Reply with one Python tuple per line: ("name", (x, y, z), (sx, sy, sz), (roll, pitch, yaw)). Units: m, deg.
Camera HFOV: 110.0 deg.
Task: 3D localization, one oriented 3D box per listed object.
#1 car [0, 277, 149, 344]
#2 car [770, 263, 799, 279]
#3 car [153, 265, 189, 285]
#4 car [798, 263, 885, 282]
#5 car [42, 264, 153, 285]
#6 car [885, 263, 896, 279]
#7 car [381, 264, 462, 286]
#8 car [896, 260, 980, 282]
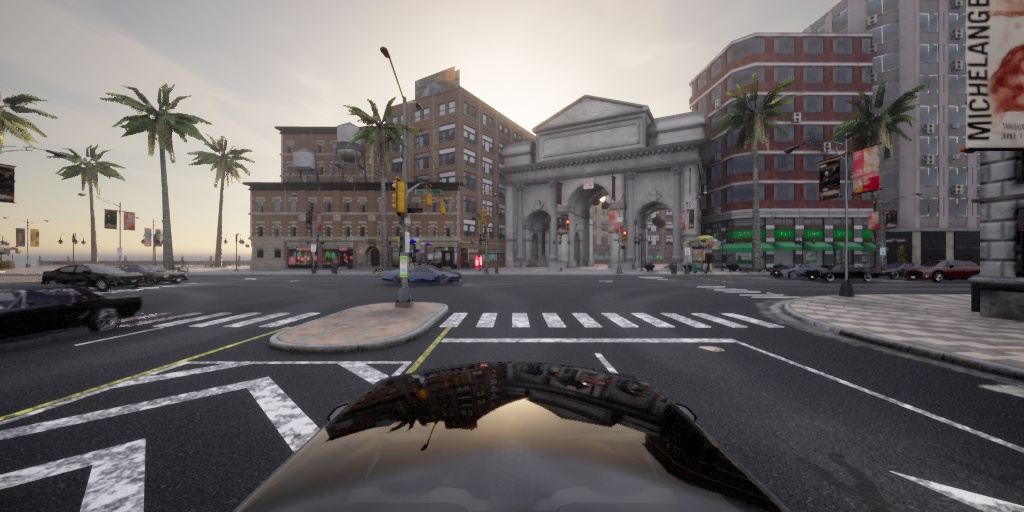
("car", (-11.526, 1.351, 8.076), (1.895, 1.301, 4.718), (0, 0, -3))
("car", (25.589, 1.314, 32.013), (4.181, 1.385, 1.994), (0, 0, 1))
("car", (-26.048, 1.297, 25.211), (5.357, 1.411, 2.033), (0, 0, 1))
("car", (26.105, 1.351, 28.525), (4.718, 1.301, 1.895), (0, 0, 1))
("car", (-25.040, 1.228, 21.531), (5.008, 1.535, 1.882), (0, 0, 4))
("car", (34.845, 1.297, 31.911), (5.357, 1.411, 2.033), (0, 0, 1))
("car", (-6.248, 1.297, 25.076), (5.357, 1.411, 2.033), (0, 0, 0))
("car", (34.060, 1.102, 28.372), (4.553, 1.767, 2.097), (0, 0, 2))
